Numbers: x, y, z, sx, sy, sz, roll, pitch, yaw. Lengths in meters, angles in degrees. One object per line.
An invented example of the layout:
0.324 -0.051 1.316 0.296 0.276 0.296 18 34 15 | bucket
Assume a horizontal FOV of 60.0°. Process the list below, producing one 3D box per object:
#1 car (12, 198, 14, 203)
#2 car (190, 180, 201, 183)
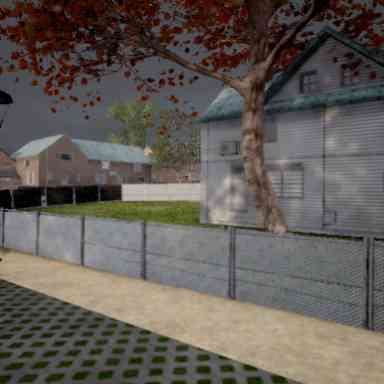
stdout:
-17.527 0.546 27.922 2.033 1.411 5.357 1 4 43 | car
2.494 -1.022 48.972 1.882 1.535 5.008 1 4 44 | car
